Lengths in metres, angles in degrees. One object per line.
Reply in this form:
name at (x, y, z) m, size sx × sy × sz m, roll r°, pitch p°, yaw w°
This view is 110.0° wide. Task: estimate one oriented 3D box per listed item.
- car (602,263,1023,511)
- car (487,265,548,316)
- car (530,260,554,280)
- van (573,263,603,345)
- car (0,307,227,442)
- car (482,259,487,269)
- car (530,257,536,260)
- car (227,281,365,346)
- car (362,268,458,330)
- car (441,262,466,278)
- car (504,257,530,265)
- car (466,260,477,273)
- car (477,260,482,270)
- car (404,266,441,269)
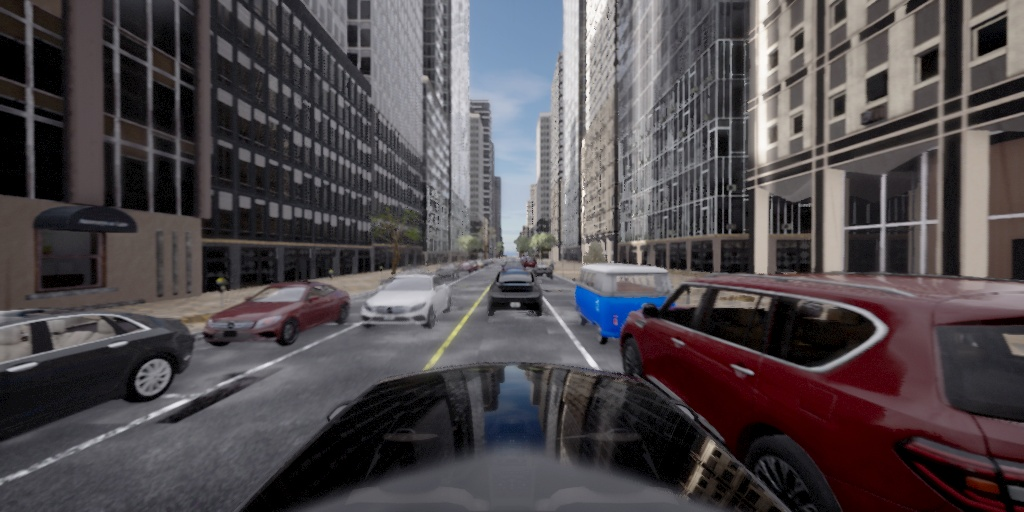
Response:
car at (2.687, 1.070, 3.641) m, size 2.192 × 1.841 × 5.009 m, roll 0°, pitch 0°, yaw 0°
car at (0.110, 1.272, 13.529) m, size 1.837 × 1.490 × 4.892 m, roll 0°, pitch 0°, yaw 0°
car at (2.720, 1.347, 32.059) m, size 2.007 × 1.370 × 4.403 m, roll 0°, pitch 0°, yaw 0°
van at (2.694, 1.105, 9.325) m, size 1.690 × 1.789 × 3.998 m, roll 0°, pitch 0°, yaw 0°
car at (-5.694, 1.298, 3.651) m, size 2.007 × 1.370 × 4.403 m, roll 0°, pitch 0°, yaw 0°
car at (-5.628, 1.353, 60.317) m, size 1.751 × 1.417 × 4.829 m, roll 0°, pitch 0°, yaw 0°
car at (2.746, 1.143, 54.794) m, size 2.192 × 1.841 × 5.009 m, roll 0°, pitch 0°, yaw 0°
car at (-5.687, 1.338, 9.334) m, size 1.802 × 1.307 × 4.207 m, roll 0°, pitch 0°, yaw 0°
car at (-3.090, 1.287, 11.381) m, size 1.812 × 1.442 × 4.674 m, roll 0°, pitch 0°, yaw 0°
car at (-5.661, 1.339, 32.069) m, size 2.007 × 1.370 × 4.403 m, roll 0°, pitch 0°, yaw 0°
car at (0.131, 1.144, 30.378) m, size 2.097 × 1.767 × 4.553 m, roll 0°, pitch 0°, yaw 0°
car at (-5.648, 1.386, 43.436) m, size 1.802 × 1.307 × 4.207 m, roll 0°, pitch 0°, yaw 0°
car at (-5.641, 1.252, 49.120) m, size 1.967 × 1.591 × 4.097 m, roll 0°, pitch 0°, yaw 0°
car at (-5.674, 1.323, 20.702) m, size 2.007 × 1.370 × 4.403 m, roll 0°, pitch 0°, yaw 0°
